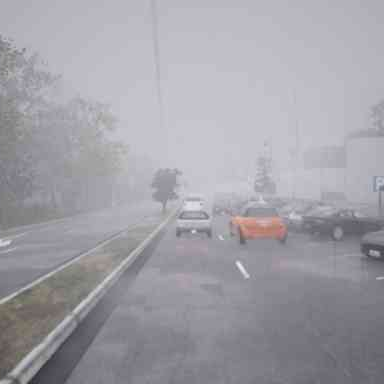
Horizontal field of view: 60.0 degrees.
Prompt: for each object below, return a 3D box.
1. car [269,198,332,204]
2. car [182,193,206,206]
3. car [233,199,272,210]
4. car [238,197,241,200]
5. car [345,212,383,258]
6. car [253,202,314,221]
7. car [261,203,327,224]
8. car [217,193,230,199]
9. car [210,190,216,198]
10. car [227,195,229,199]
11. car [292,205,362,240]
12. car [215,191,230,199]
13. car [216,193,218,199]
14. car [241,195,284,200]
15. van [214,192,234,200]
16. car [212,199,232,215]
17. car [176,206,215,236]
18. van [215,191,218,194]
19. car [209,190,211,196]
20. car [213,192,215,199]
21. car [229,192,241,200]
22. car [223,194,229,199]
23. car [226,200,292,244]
[{"bbox_3d":[8.102,1.501,23.391,4.553,1.767,2.185,1,0,-20],"label":"car"},{"bbox_3d":[0.099,1.379,35.738,2.150,2.045,5.566,0,0,0],"label":"car"},{"bbox_3d":[8.074,1.648,44.405,4.674,1.452,2.002,1,1,-20],"label":"car"},{"bbox_3d":[7.898,1.641,35.331,5.366,1.575,1.946,1,0,-20],"label":"car"},{"bbox_3d":[8.044,1.579,11.362,4.792,1.488,2.163,1,0,-20],"label":"car"},{"bbox_3d":[8.095,1.675,29.404,4.792,1.488,2.163,1,0,-20],"label":"car"},{"bbox_3d":[8.072,1.682,26.379,4.674,1.452,2.002,1,0,-20],"label":"car"},{"bbox_3d":[8.044,1.458,65.407,4.792,1.488,2.163,1,1,-20],"label":"car"},{"bbox_3d":[8.047,1.044,80.338,5.566,2.045,2.435,1,1,-20],"label":"car"},{"bbox_3d":[8.241,1.586,47.478,5.366,1.575,1.946,1,0,-20],"label":"car"},{"bbox_3d":[8.063,1.592,17.379,5.008,1.535,2.097,1,-1,-20],"label":"car"},{"bbox_3d":[8.041,1.249,71.396,4.553,1.767,2.185,1,0,-20],"label":"car"},{"bbox_3d":[8.065,1.442,68.425,4.674,1.452,2.002,1,0,-20],"label":"car"},{"bbox_3d":[8.098,1.398,32.403,5.566,2.045,2.435,1,0,-20],"label":"car"},{"bbox_3d":[7.964,1.042,83.291,4.442,1.987,1.878,1,1,-20],"label":"van"},{"bbox_3d":[3.099,1.760,35.327,1.895,1.301,4.718,0,0,0],"label":"car"},{"bbox_3d":[0.100,1.717,19.093,1.895,1.301,4.718,0,0,0],"label":"car"},{"bbox_3d":[8.181,1.124,74.430,4.442,1.987,1.878,1,0,-20],"label":"van"},{"bbox_3d":[8.098,0.990,86.334,5.566,2.045,2.435,1,0,-20],"label":"car"},{"bbox_3d":[8.063,1.323,77.372,4.892,1.521,2.231,1,0,-20],"label":"car"},{"bbox_3d":[8.047,1.378,41.384,5.566,2.045,2.435,1,1,-20],"label":"car"},{"bbox_3d":[8.044,1.566,53.401,4.792,1.488,2.163,1,1,-20],"label":"car"},{"bbox_3d":[3.100,1.450,16.446,2.097,1.767,4.553,0,-1,0],"label":"car"}]
